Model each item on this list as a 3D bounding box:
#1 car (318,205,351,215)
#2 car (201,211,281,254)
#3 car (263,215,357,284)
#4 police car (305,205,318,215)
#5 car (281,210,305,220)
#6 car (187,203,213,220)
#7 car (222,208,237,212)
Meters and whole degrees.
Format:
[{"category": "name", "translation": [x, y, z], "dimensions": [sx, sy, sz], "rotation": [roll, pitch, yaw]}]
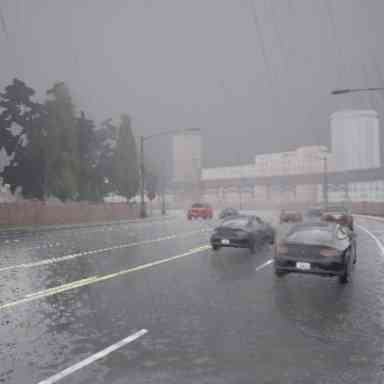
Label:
[{"category": "car", "translation": [10.737, 1.838, 24.869], "dimensions": [2.097, 1.767, 4.553], "rotation": [-1, -2, 21]}, {"category": "car", "translation": [2.329, 1.740, 14.561], "dimensions": [1.812, 1.442, 4.674], "rotation": [-1, -2, 28]}, {"category": "car", "translation": [3.787, 1.622, 9.946], "dimensions": [1.812, 1.442, 4.674], "rotation": [-1, -1, 29]}, {"category": "police car", "translation": [15.712, 2.490, 42.836], "dimensions": [1.930, 1.638, 5.238], "rotation": [-1, -2, 10]}, {"category": "car", "translation": [9.158, 2.297, 30.709], "dimensions": [1.895, 1.301, 4.718], "rotation": [-1, -2, 18]}, {"category": "car", "translation": [1.056, 2.309, 40.386], "dimensions": [2.150, 2.045, 5.566], "rotation": [-1, -2, 14]}, {"category": "car", "translation": [4.493, 2.620, 39.664], "dimensions": [1.994, 1.385, 4.181], "rotation": [-1, -2, 14]}]
